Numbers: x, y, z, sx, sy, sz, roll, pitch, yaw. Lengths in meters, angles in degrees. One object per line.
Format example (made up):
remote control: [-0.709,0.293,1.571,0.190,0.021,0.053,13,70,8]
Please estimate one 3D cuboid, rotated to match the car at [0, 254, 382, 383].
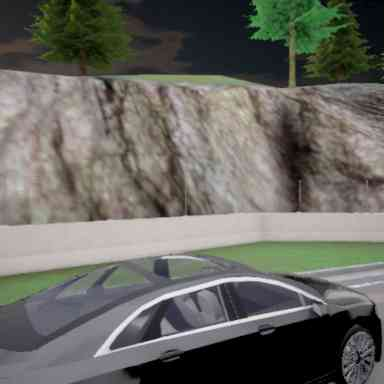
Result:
car: [0.167,1.488,3.735,4.902,1.511,2.128,0,0,-33]
